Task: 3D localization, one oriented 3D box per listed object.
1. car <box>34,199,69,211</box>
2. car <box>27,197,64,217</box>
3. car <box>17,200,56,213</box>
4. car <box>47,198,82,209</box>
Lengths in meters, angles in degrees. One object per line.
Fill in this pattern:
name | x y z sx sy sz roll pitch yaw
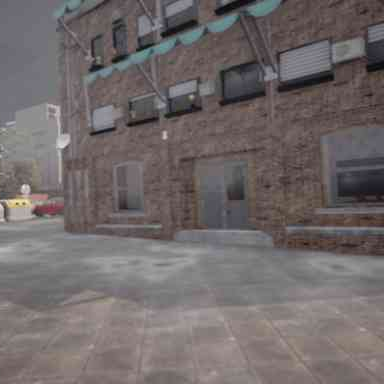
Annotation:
car | -21.285 2.018 50.408 4.674 1.452 2.002 -3 2 23
car | -14.338 1.619 35.498 5.566 2.045 2.435 -3 1 23
car | -22.392 2.131 47.849 4.892 1.521 2.231 -3 2 23
car | -20.228 1.832 52.853 4.892 1.521 2.231 -3 2 23
